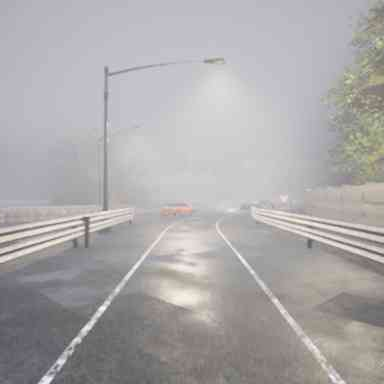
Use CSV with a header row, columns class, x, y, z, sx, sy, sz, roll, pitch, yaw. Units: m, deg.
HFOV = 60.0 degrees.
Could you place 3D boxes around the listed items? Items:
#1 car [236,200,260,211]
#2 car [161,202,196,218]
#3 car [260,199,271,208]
class,x,y,z,sx,sy,sz,roll,pitch,yaw
car,9.625,2.494,56.695,1.837,1.490,4.892,0,-1,27
car,-1.459,1.979,38.583,2.097,1.767,4.553,-1,-1,37
car,15.396,2.481,70.303,2.150,2.045,5.566,0,-1,19
